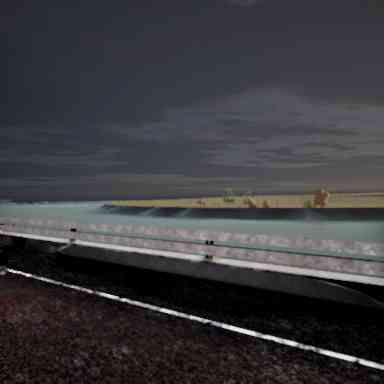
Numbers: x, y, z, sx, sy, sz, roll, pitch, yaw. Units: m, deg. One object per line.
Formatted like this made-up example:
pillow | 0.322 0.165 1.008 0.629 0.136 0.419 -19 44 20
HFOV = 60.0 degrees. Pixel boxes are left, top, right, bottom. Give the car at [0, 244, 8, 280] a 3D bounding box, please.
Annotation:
car | -6.752 1.597 8.823 4.892 1.490 1.837 0 0 36
